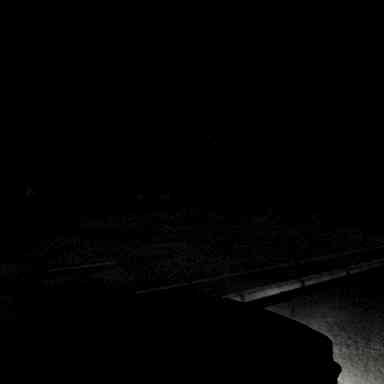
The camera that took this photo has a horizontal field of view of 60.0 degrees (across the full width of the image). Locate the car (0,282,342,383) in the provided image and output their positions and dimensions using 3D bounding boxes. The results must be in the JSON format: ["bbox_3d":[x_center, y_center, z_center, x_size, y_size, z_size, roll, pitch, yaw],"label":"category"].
[{"bbox_3d":[-1.032,1.552,2.703,5.357,1.411,2.033,1,0,-35],"label":"car"}]
